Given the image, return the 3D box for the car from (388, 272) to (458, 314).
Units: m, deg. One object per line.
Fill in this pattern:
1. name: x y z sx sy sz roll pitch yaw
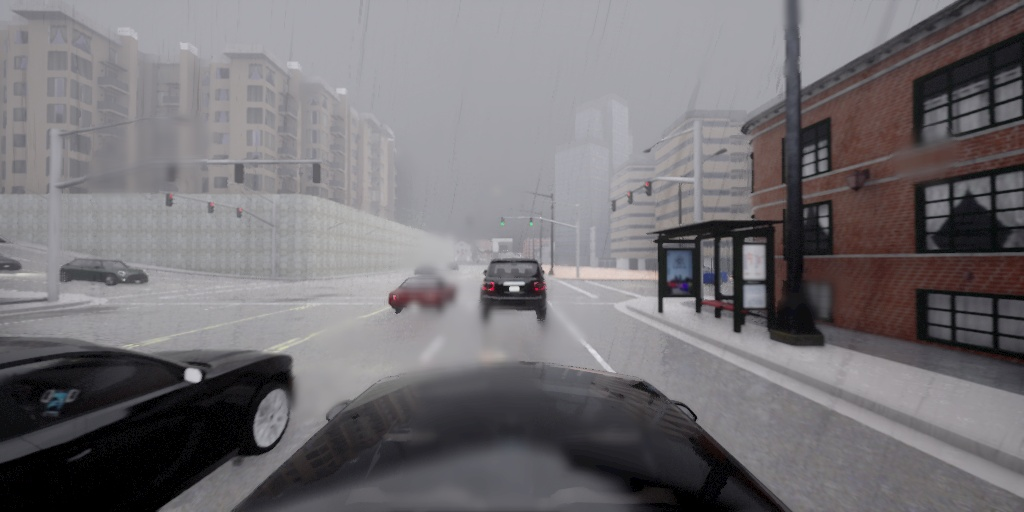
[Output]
1. car: -3.422 1.519 14.815 1.895 1.301 4.718 0 -1 0

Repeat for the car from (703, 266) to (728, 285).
1. car: 14.449 1.567 28.638 5.008 1.535 1.882 0 -1 0

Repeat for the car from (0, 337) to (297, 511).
1. car: -3.410 1.235 2.130 1.882 1.535 5.008 0 -1 0

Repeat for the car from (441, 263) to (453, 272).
1. car: -10.641 1.955 54.706 1.812 1.442 4.674 0 -1 -1

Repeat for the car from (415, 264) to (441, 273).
1. car: -10.642 1.866 44.726 1.994 1.385 4.181 0 -1 0

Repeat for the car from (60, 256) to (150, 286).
1. car: -27.965 1.021 24.758 4.553 1.767 2.097 4 -1 0

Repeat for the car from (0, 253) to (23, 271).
1. car: -36.768 0.233 24.725 4.181 1.385 1.994 9 -1 -1

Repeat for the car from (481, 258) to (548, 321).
1. car: 0.076 1.119 13.376 2.150 2.045 5.566 0 -1 0
